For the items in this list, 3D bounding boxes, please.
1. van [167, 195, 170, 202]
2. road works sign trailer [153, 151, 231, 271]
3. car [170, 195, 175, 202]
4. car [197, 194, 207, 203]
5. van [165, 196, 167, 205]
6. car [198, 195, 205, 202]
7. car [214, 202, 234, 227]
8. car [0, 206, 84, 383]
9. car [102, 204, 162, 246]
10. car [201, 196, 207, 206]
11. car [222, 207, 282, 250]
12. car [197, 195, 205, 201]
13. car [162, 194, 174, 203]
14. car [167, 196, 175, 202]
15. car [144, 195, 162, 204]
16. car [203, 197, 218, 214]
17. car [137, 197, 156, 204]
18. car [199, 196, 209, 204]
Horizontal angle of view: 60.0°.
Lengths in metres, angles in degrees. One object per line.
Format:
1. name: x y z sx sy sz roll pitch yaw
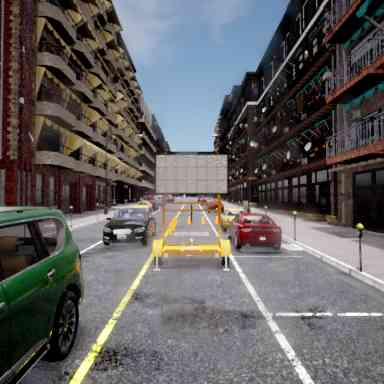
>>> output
1. van: -5.362 1.472 58.601 1.690 1.788 3.998 1 0 0
2. road works sign trailer: -0.012 0.475 10.965 2.380 3.560 2.880 0 0 0
3. car: -5.376 1.492 69.661 2.192 1.841 5.009 1 0 0
4. car: 2.456 1.541 80.673 2.192 1.841 5.009 1 0 0
5. van: -5.355 1.452 53.069 1.690 1.788 3.998 2 0 0
6. car: 2.513 1.676 58.548 1.887 1.381 4.507 1 0 0
7. car: 2.562 1.551 20.004 1.752 1.417 4.829 1 0 0
8. car: -2.745 1.224 3.006 2.150 2.045 5.566 0 0 0
9. car: -2.771 1.509 15.505 2.128 1.511 4.902 0 0 0
10. car: 2.534 1.628 41.956 2.008 1.369 4.403 1 0 0
11. car: 2.569 1.561 14.302 1.887 1.381 4.507 1 0 0
12. car: 2.439 1.723 91.735 1.967 1.590 4.097 1 0 0
13. car: -5.383 1.516 75.191 2.192 1.841 5.009 1 0 0
14. car: -5.403 1.819 86.253 1.947 1.339 4.313 1 0 0
15. car: -5.340 1.392 42.010 2.192 1.841 5.009 2 0 0
16. car: 2.541 1.608 36.425 1.887 1.381 4.507 1 0 0
17. car: -5.338 1.588 36.308 1.752 1.417 4.829 2 0 0
18. car: 2.509 1.616 69.610 1.967 1.590 4.097 1 0 0
